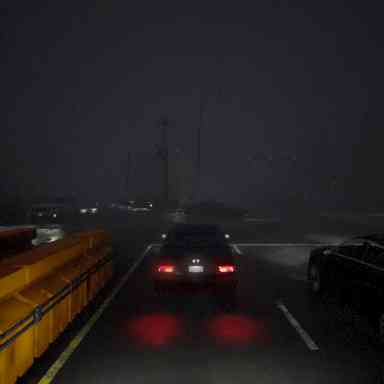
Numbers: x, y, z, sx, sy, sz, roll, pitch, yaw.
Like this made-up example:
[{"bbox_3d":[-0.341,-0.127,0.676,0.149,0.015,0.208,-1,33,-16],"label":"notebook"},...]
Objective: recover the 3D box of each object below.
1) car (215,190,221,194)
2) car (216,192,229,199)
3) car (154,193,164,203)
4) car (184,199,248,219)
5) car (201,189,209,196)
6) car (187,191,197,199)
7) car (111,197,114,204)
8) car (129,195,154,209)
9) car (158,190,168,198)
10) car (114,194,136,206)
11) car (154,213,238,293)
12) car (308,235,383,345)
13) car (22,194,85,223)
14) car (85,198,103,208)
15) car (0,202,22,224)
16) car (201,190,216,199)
[{"bbox_3d":[6.979,0.138,88.563,1.837,1.490,4.892,0,7,0],"label":"car"},{"bbox_3d":[7.046,1.309,73.172,1.994,1.385,4.181,0,3,0],"label":"car"},{"bbox_3d":[-6.977,1.483,63.589,2.128,1.511,4.902,0,0,0],"label":"car"},{"bbox_3d":[2.003,1.547,28.562,5.357,1.411,2.033,0,0,24],"label":"car"},{"bbox_3d":[3.479,0.190,88.555,1.994,1.385,4.181,0,7,0],"label":"car"},{"bbox_3d":[0.050,1.287,72.488,1.837,1.490,4.892,0,3,0],"label":"car"},{"bbox_3d":[-13.968,1.343,63.465,2.097,1.767,4.553,0,0,0],"label":"car"},{"bbox_3d":[-7.023,1.547,46.753,2.033,1.411,5.357,0,0,0],"label":"car"},{"bbox_3d":[-6.983,0.645,78.700,2.150,2.045,5.566,0,3,0],"label":"car"},{"bbox_3d":[-10.506,1.547,53.769,2.033,1.411,5.357,0,0,0],"label":"car"},{"bbox_3d":[0.096,1.547,8.990,2.033,1.411,5.357,0,0,0],"label":"car"},{"bbox_3d":[3.577,1.492,5.811,2.128,1.511,4.902,0,0,0],"label":"car"},{"bbox_3d":[-10.559,1.221,25.917,2.150,2.045,5.566,0,0,0],"label":"car"},{"bbox_3d":[-14.022,1.564,46.822,1.994,1.385,4.181,0,0,0],"label":"car"},{"bbox_3d":[-14.061,1.505,24.660,1.837,1.490,4.892,0,0,0],"label":"car"},{"bbox_3d":[3.550,1.135,72.635,2.097,1.767,4.553,0,3,0],"label":"car"}]
